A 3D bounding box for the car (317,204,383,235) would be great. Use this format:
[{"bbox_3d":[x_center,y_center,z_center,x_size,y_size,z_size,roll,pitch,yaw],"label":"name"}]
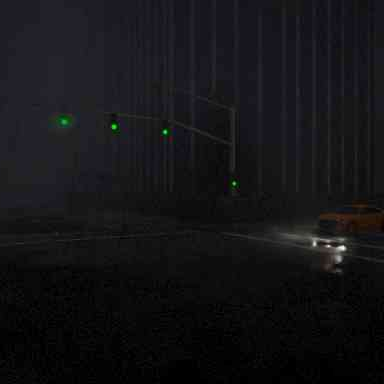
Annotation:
[{"bbox_3d":[9.236,1.478,18.837,5.008,1.535,1.882,0,0,-30],"label":"car"}]
